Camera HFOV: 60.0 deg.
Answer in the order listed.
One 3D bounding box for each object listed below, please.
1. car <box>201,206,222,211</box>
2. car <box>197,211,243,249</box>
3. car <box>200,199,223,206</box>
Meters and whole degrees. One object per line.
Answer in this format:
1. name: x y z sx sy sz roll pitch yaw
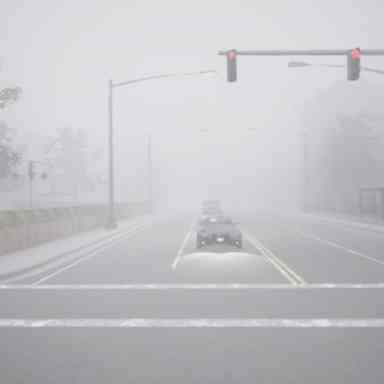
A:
1. car: 1.680 2.021 25.856 1.895 1.301 4.718 -1 -1 2
2. car: 1.270 1.838 15.927 1.994 1.385 4.181 -1 -1 2
3. car: 2.138 1.800 36.623 2.150 2.045 5.566 -1 -1 2
